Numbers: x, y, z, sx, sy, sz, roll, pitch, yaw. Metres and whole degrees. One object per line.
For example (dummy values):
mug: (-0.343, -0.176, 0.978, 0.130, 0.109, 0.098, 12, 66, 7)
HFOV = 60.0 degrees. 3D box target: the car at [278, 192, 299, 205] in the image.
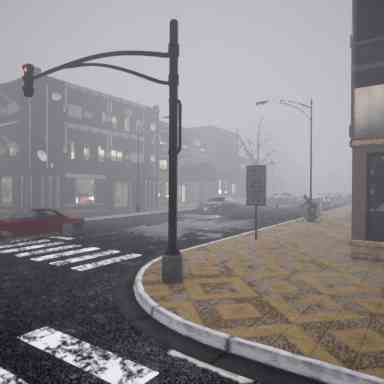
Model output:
car: (12.019, 0.751, 42.358, 1.882, 1.535, 5.008, 1, 1, 35)

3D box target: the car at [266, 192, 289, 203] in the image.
car: (12.158, 0.766, 47.209, 1.802, 1.307, 4.206, 2, 2, 35)

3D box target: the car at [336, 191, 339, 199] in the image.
car: (18.587, 0.788, 46.281, 1.895, 1.301, 4.718, 1, 1, 35)

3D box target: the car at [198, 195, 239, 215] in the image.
car: (2.397, 1.074, 28.523, 1.812, 1.442, 4.674, 1, 1, 35)

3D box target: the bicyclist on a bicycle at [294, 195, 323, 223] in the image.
bicyclist on a bicycle: (6.821, 1.003, 19.567, 1.656, 1.620, 0.582, 0, 1, 35)

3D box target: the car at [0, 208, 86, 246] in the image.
car: (-7.200, 1.426, 14.677, 1.895, 1.301, 4.718, 1, 1, 35)

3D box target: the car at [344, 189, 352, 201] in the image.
car: (25.469, 0.618, 51.649, 1.887, 1.381, 4.507, 2, 2, 35)

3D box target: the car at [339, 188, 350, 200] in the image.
car: (24.271, 0.571, 54.515, 2.033, 1.411, 5.357, 1, 1, 36)

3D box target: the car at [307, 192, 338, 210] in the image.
car: (12.701, 0.993, 33.035, 2.008, 1.369, 4.403, 2, 2, 35)

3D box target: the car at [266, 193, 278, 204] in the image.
car: (8.917, 0.821, 42.589, 1.887, 1.381, 4.507, 2, 2, 35)

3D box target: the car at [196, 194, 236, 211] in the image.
car: (2.440, 1.011, 33.345, 2.008, 1.369, 4.403, 2, 2, 35)
